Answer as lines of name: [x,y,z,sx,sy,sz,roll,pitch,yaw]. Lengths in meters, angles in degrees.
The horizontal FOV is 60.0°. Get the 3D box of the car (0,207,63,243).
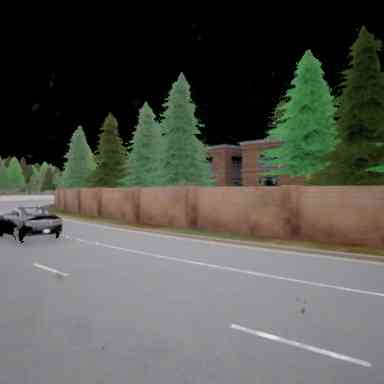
car: [-7.961,1.462,16.100,2.128,1.511,4.902,0,0,-44]
